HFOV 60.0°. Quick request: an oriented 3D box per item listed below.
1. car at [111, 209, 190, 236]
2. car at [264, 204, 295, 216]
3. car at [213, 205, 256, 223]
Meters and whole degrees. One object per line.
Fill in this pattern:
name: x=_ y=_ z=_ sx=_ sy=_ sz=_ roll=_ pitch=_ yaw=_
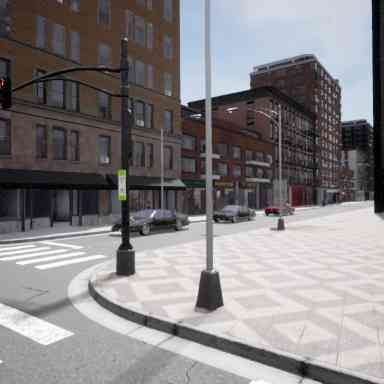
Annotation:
car: x=-2.270 y=1.708 z=19.986 sx=2.033 sy=1.411 sz=5.357 roll=-1 pitch=-1 yaw=36
car: x=9.642 y=1.930 z=36.528 sx=1.895 sy=1.301 sz=4.718 roll=-1 pitch=-1 yaw=36
car: x=3.632 y=1.793 z=28.197 sx=2.033 sy=1.411 sz=5.357 roll=-1 pitch=-1 yaw=35
